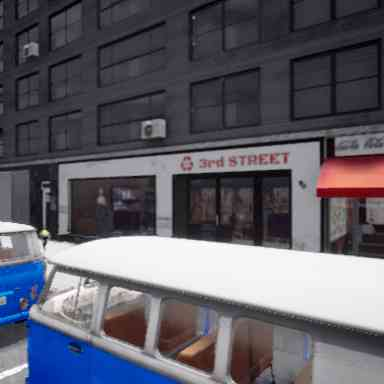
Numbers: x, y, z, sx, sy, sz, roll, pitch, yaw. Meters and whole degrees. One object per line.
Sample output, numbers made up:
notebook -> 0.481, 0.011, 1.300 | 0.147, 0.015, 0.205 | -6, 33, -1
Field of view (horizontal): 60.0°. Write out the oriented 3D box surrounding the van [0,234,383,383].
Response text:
van -> 0.309, 1.346, 2.589 | 3.998, 1.788, 1.690 | 0, 0, 36

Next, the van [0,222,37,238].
van -> -4.317, 1.368, 5.889 | 3.998, 1.788, 1.690 | 0, 0, 36
